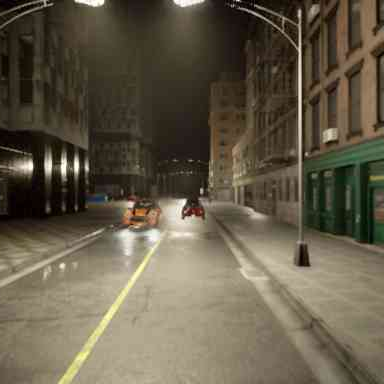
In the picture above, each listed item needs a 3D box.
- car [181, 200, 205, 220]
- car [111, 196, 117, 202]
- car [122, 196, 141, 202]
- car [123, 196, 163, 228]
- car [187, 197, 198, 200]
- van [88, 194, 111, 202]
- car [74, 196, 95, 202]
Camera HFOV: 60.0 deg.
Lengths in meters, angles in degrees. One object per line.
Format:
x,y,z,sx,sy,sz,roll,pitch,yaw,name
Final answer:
0.099,1.573,28.129,1.895,1.301,4.718,0,0,0,car
-20.123,1.640,79.663,4.313,1.339,1.947,0,0,0,car
-14.475,1.616,79.658,4.206,1.307,1.802,0,0,0,car
-3.100,1.330,22.001,2.097,1.767,4.553,0,0,0,car
0.098,1.434,45.177,1.882,1.535,5.008,0,0,0,car
-20.124,1.350,71.139,3.998,1.788,1.690,0,0,0,van
-25.772,1.664,79.668,4.403,1.369,2.008,0,0,0,car
